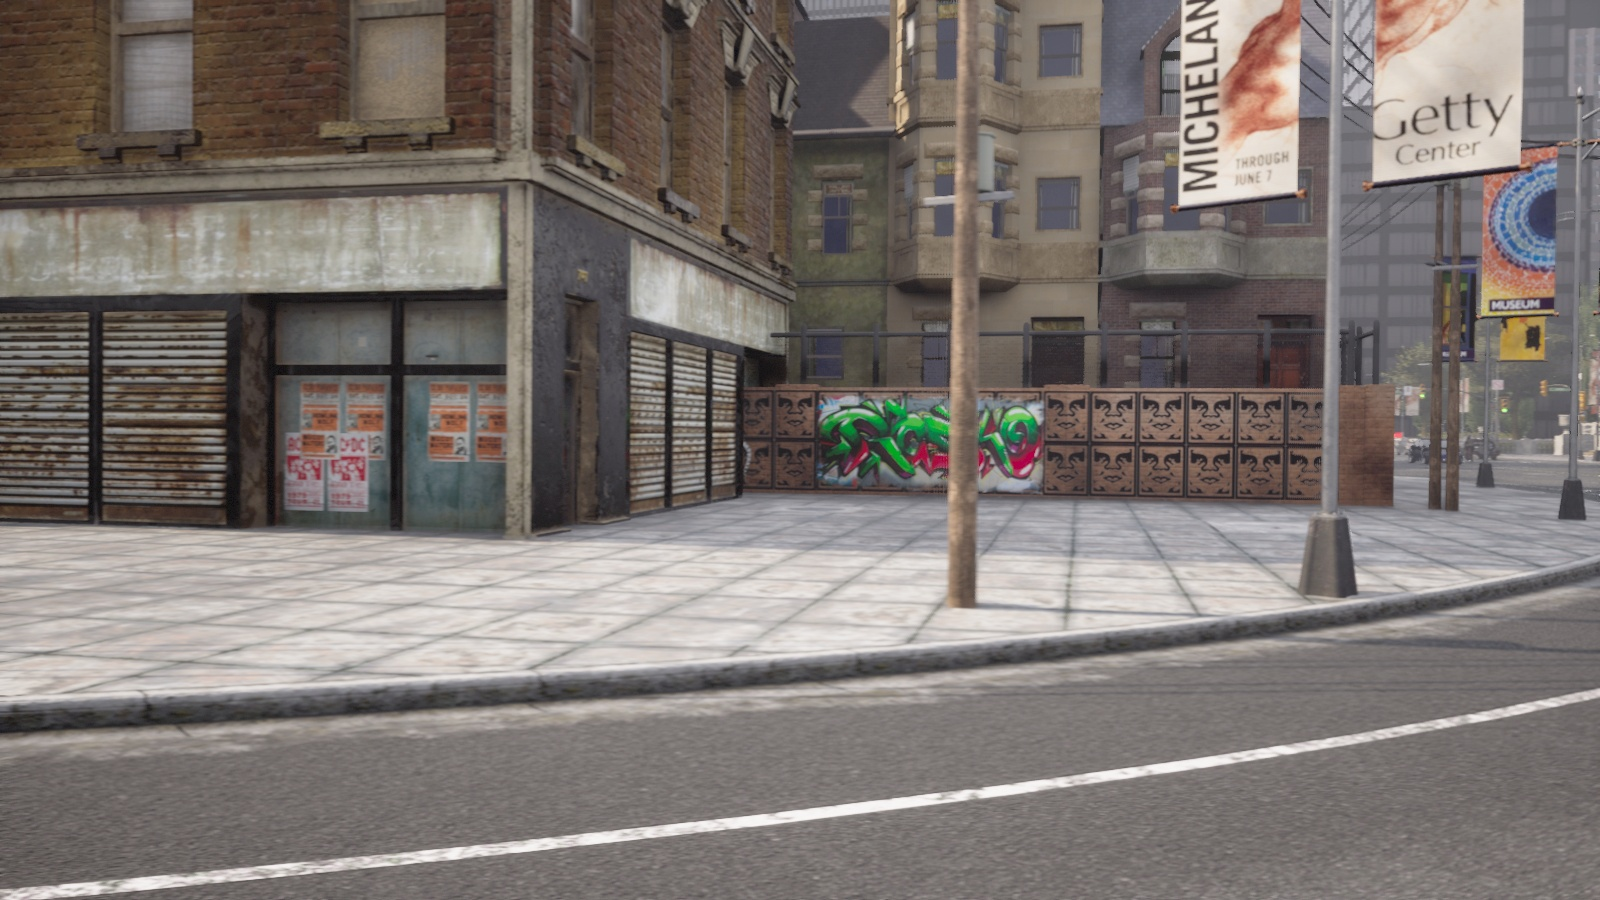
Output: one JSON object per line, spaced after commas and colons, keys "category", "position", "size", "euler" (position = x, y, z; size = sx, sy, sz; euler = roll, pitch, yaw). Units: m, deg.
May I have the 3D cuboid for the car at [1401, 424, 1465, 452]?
{"category": "car", "position": [35.974, -0.694, 71.447], "size": [2.163, 1.488, 4.792], "euler": [0, 1, 13]}

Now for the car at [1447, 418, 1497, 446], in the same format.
{"category": "car", "position": [46.854, -1.246, 87.652], "size": [1.932, 1.855, 4.605], "euler": [0, 1, 13]}
